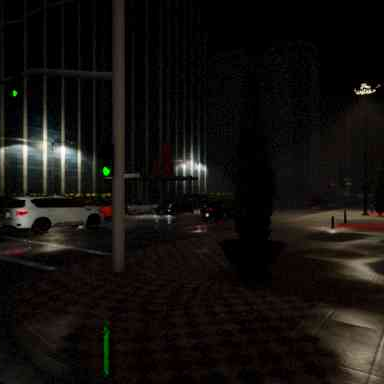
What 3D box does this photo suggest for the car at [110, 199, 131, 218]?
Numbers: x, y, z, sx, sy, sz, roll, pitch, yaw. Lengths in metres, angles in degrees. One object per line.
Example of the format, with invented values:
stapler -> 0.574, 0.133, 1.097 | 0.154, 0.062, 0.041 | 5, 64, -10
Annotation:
car -> -7.400, 1.352, 25.952 | 2.097, 1.767, 4.553 | 0, 0, 35

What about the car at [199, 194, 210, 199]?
car -> 0.560, 1.221, 43.472 | 2.150, 2.045, 5.566 | 0, 0, 35

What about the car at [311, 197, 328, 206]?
car -> 20.509, 1.505, 53.416 | 1.837, 1.490, 4.892 | 0, 0, 35

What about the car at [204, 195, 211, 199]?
car -> 4.129, 1.491, 42.470 | 2.128, 1.511, 4.902 | 0, 0, 35

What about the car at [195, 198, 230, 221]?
car -> 2.569, 1.505, 27.670 | 1.837, 1.490, 4.892 | 0, 0, 35

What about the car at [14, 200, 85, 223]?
car -> -11.235, 1.478, 26.574 | 1.882, 1.535, 5.008 | 0, 0, 35

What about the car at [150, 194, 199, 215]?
car -> -1.711, 1.352, 34.113 | 2.097, 1.767, 4.553 | 0, 0, 35

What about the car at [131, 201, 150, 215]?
car -> -5.573, 1.601, 34.699 | 1.895, 1.301, 4.718 | 0, 0, 35

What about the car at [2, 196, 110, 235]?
car -> -7.721, 1.221, 19.023 | 2.150, 2.045, 5.566 | 0, 0, 35
